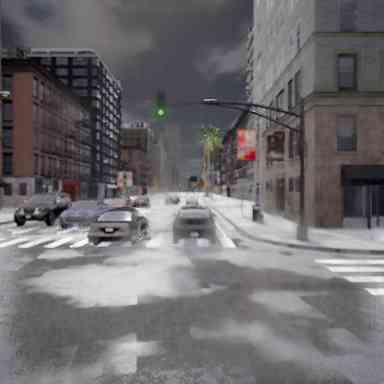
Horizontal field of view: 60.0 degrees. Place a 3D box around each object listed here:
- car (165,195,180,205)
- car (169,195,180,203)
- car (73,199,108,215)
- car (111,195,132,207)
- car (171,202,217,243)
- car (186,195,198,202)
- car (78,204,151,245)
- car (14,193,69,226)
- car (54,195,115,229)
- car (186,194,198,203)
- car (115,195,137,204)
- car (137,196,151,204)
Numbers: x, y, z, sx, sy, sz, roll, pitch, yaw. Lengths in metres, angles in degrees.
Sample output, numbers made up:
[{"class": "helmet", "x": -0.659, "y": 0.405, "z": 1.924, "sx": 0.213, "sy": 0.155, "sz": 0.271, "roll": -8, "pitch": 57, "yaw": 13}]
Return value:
[{"class": "car", "x": -3.225, "y": 1.235, "z": 52.380, "sx": 1.812, "sy": 1.442, "sz": 4.674, "roll": 0, "pitch": 0, "yaw": 0}, {"class": "car", "x": -3.222, "y": 1.247, "z": 62.412, "sx": 1.895, "sy": 1.301, "sz": 4.718, "roll": 0, "pitch": 0, "yaw": 0}, {"class": "car", "x": -9.814, "y": 1.431, "z": 32.577, "sx": 1.895, "sy": 1.301, "sz": 4.718, "roll": 0, "pitch": 0, "yaw": 0}, {"class": "car", "x": -9.800, "y": 1.251, "z": 46.567, "sx": 1.837, "sy": 1.490, "sz": 4.892, "roll": 0, "pitch": 0, "yaw": 0}, {"class": "car", "x": 0.106, "y": 1.428, "z": 15.554, "sx": 1.837, "sy": 1.490, "sz": 4.892, "roll": 0, "pitch": 0, "yaw": 0}, {"class": "car", "x": 0.024, "y": 1.235, "z": 52.379, "sx": 1.812, "sy": 1.442, "sz": 4.674, "roll": 0, "pitch": 0, "yaw": 0}, {"class": "car", "x": -3.147, "y": 1.473, "z": 15.151, "sx": 2.033, "sy": 1.411, "sz": 5.357, "roll": 0, "pitch": 0, "yaw": 0}, {"class": "car", "x": -9.834, "y": 1.108, "z": 22.617, "sx": 2.150, "sy": 2.045, "sz": 5.566, "roll": 0, "pitch": 0, "yaw": -1}, {"class": "car", "x": -6.553, "y": 1.248, "z": 20.842, "sx": 2.097, "sy": 1.767, "sz": 4.553, "roll": 0, "pitch": 0, "yaw": -1}, {"class": "car", "x": 0.028, "y": 1.194, "z": 62.380, "sx": 2.033, "sy": 1.411, "sz": 5.357, "roll": 0, "pitch": 0, "yaw": 0}, {"class": "car", "x": -6.575, "y": 1.323, "z": 30.071, "sx": 1.882, "sy": 1.535, "sz": 5.008, "roll": 0, "pitch": 0, "yaw": 0}, {"class": "car", "x": -6.544, "y": 1.268, "z": 43.940, "sx": 1.837, "sy": 1.490, "sz": 4.892, "roll": 0, "pitch": 0, "yaw": 0}]
